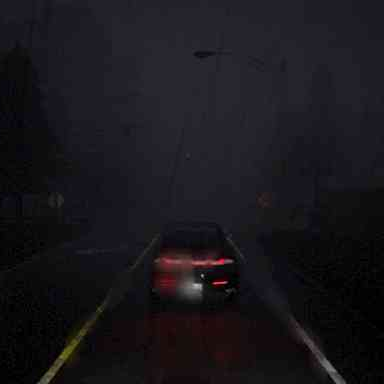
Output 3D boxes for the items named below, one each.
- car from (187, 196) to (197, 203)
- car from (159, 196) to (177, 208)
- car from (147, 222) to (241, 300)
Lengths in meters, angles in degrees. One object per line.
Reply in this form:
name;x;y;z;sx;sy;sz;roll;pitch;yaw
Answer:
car;0.011;1.481;69.592;2.128;1.511;4.902;0;0;0
car;-3.584;1.540;47.364;2.033;1.411;5.357;0;0;0
car;0.055;1.490;8.361;2.128;1.511;4.902;0;0;0
